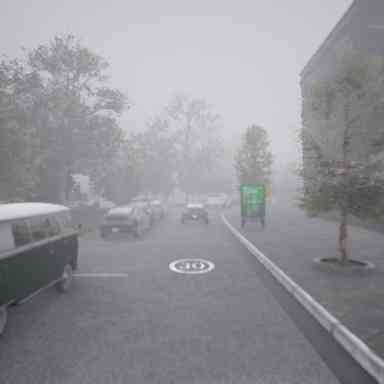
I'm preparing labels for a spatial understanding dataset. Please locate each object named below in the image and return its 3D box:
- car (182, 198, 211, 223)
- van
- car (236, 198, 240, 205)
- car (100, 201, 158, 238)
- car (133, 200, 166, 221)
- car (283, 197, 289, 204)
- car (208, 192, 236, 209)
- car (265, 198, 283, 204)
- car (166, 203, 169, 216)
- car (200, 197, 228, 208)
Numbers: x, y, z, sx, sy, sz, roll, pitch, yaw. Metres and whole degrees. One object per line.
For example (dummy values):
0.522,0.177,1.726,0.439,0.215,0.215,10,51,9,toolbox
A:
0.263,1.449,24.669,1.812,1.442,4.674,0,0,2,car
-3.630,1.249,6.370,1.878,1.987,4.442,1,0,2,van
6.821,1.574,55.334,2.097,1.535,5.008,-3,-4,36,car
-3.413,1.456,17.623,2.231,1.521,4.892,0,0,2,car
-3.415,1.306,23.332,2.185,1.767,4.553,-1,1,2,car
19.106,1.825,66.947,4.892,1.521,2.231,1,-4,-32,car
3.611,1.074,42.444,2.150,2.045,5.566,-2,-1,21,car
14.456,1.770,63.581,5.008,1.535,2.097,1,-4,-40,car
-3.177,1.411,29.034,2.097,1.535,5.008,0,0,2,car
3.385,1.508,50.587,2.231,1.521,4.892,-2,-1,29,car
